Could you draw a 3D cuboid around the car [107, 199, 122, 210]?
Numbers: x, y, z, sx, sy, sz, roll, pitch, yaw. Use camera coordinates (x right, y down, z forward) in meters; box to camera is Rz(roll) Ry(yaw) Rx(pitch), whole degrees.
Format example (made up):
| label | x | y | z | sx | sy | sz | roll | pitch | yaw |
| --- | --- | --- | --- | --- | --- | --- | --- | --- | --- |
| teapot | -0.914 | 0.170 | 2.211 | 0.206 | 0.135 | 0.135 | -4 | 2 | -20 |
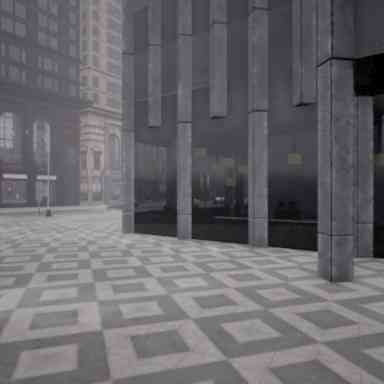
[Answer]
| label | x | y | z | sx | sy | sz | roll | pitch | yaw |
| --- | --- | --- | --- | --- | --- | --- | --- | --- | --- |
| car | -9.062 | 1.601 | 43.843 | 1.812 | 1.442 | 4.674 | 0 | 0 | 35 |
